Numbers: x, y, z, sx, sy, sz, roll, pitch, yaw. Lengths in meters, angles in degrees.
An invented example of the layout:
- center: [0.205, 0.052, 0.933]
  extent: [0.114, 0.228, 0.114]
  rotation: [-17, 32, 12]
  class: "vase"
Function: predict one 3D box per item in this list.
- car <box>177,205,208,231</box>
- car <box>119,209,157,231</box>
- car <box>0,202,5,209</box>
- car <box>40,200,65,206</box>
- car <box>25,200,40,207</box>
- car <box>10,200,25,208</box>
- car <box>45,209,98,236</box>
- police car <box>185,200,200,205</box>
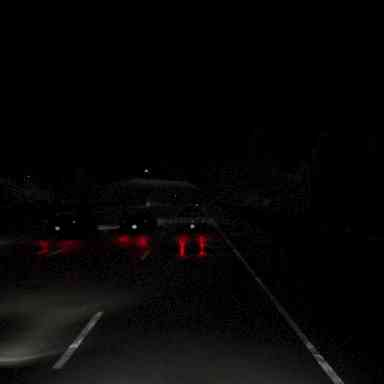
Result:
- center: [0.034, 1.785, 22.021]
  extent: [1.895, 1.301, 4.718]
  rotation: [0, 0, 1]
  class: "car"
- center: [-3.396, 1.784, 21.844]
  extent: [1.895, 1.301, 4.718]
  rotation: [0, 0, 0]
  class: "car"
- center: [-31.520, 1.982, 51.967]
  extent: [2.033, 1.411, 5.357]
  rotation: [0, 0, 1]
  class: "car"
- center: [-21.045, 1.952, 51.077]
  extent: [1.812, 1.442, 4.674]
  rotation: [0, 0, 0]
  class: "car"
- center: [-24.517, 2.002, 54.472]
  extent: [2.033, 1.411, 5.357]
  rotation: [0, 0, 1]
  class: "car"
- center: [-28.018, 2.021, 54.782]
  extent: [1.994, 1.385, 4.181]
  rotation: [0, 0, 1]
  class: "car"
- center: [-6.896, 1.688, 19.347]
  extent: [1.812, 1.442, 4.674]
  rotation: [0, 0, 0]
  class: "car"
- center: [0.009, 1.877, 44.986]
  extent: [2.038, 1.542, 4.974]
  rotation: [0, -1, 0]
  class: "police car"
